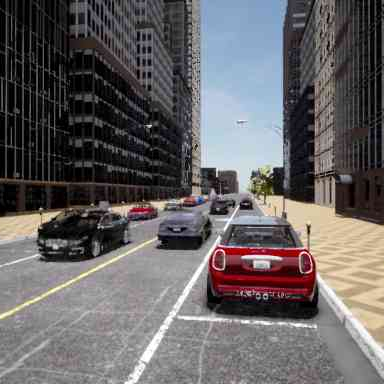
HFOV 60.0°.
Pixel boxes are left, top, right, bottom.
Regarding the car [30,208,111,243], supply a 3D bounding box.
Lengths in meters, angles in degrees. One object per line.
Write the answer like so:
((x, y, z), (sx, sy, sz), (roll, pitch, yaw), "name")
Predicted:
((-5.872, 1.563, 16.736), (1.947, 1.339, 4.313), (0, 0, 9), "car")

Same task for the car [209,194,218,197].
((4.430, 1.390, 78.496), (1.967, 1.590, 4.097), (0, 0, 9), "car")

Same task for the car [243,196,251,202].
((12.694, 1.533, 77.103), (1.802, 1.307, 4.206), (0, 0, 9), "car")

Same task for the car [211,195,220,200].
((6.303, 1.503, 89.726), (1.947, 1.339, 4.313), (0, 0, 9), "car")

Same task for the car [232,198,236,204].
((5.665, 1.541, 50.726), (1.994, 1.385, 4.181), (0, 0, 9), "car")

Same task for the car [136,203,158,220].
((-3.998, 1.574, 27.963), (1.802, 1.307, 4.206), (0, 0, 9), "car")

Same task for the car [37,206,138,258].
((-3.896, 1.503, 12.860), (1.837, 1.490, 4.892), (0, 0, 9), "car")

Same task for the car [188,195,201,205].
((-0.253, 1.522, 50.423), (1.887, 1.381, 4.507), (0, 0, 9), "car")

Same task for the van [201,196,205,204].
((0.685, 1.314, 56.038), (1.690, 1.788, 3.998), (0, 0, 9), "van")

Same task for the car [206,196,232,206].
((2.963, 1.513, 35.130), (1.812, 1.442, 4.674), (0, 0, 9), "car")

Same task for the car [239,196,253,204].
((7.075, 1.548, 43.417), (1.947, 1.339, 4.313), (0, 0, 9), "car")

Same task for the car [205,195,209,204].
((1.620, 1.550, 61.653), (1.802, 1.307, 4.206), (0, 0, 9), "car")

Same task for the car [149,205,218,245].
((-0.179, 1.545, 15.686), (2.033, 1.411, 5.357), (0, 0, 9), "car")

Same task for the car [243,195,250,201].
((13.658, 1.469, 82.886), (1.752, 1.417, 4.829), (0, 0, 9), "car")

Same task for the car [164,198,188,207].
((-2.126, 1.536, 39.194), (2.008, 1.369, 4.403), (0, 0, 9), "car")

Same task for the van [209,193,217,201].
((5.368, 1.285, 84.111), (1.690, 1.788, 3.998), (0, 0, 9), "van")

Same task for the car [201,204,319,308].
((1.628, 1.352, 8.205), (2.097, 1.767, 4.553), (0, 0, 9), "car")
